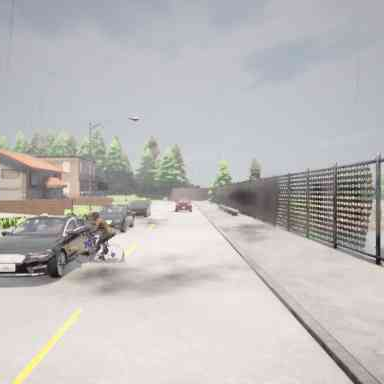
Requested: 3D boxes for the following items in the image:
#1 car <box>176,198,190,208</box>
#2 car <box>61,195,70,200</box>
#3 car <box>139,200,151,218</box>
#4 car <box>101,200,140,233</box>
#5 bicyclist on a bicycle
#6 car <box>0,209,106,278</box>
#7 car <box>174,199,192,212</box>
[{"bbox_3d":[-1.277,1.601,48.235,1.895,1.301,4.718,0,0,-1],"label":"car"},{"bbox_3d":[-18.499,1.134,45.112,3.633,1.501,1.845,0,0,-2],"label":"car"},{"bbox_3d":[-4.878,1.477,30.365,1.882,1.535,5.008,0,0,-1],"label":"car"},{"bbox_3d":[-4.605,1.491,19.703,2.128,1.511,4.902,0,0,-2],"label":"car"},{"bbox_3d":[-2.926,1.490,10.462,1.656,1.620,0.582,4,0,-2],"label":"bicyclist on a bicycle"},{"bbox_3d":[-4.352,1.489,10.155,2.128,1.511,4.902,0,0,-2],"label":"car"},{"bbox_3d":[-0.949,1.526,38.067,1.812,1.442,4.674,0,0,-1],"label":"car"}]
